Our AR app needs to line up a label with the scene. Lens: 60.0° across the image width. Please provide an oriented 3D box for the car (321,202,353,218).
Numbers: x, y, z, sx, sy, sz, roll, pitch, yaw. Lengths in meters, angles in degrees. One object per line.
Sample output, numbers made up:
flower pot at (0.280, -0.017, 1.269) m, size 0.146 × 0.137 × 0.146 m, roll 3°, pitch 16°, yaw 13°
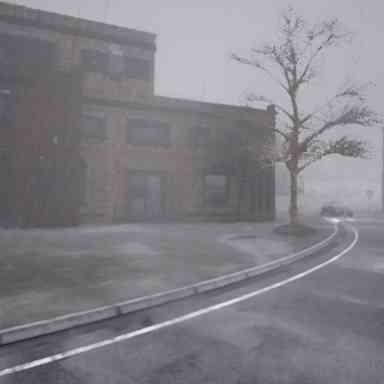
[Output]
car at (14.509, 1.735, 33.568) m, size 1.812 × 1.442 × 4.674 m, roll 1°, pitch 0°, yaw 2°
